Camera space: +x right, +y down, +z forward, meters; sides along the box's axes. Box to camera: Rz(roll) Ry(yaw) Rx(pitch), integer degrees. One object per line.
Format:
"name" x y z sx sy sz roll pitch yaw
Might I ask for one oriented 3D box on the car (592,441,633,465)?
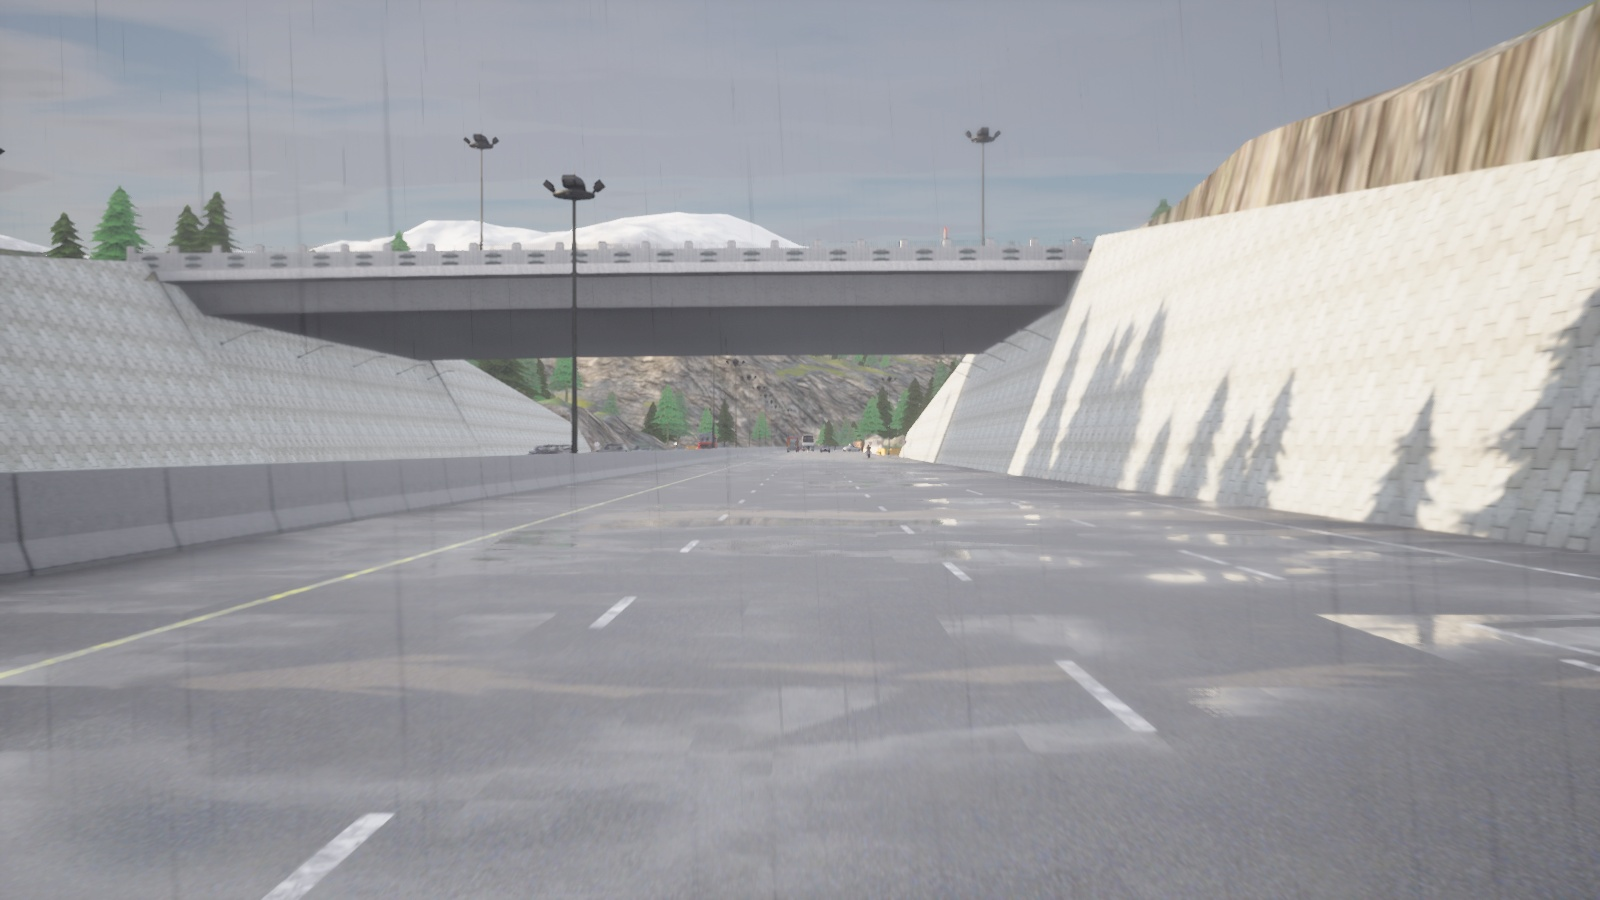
"car" -13.465 0.219 90.278 2.242 1.667 4.611 0 0 0

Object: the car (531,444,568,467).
"car" -16.997 0.371 85.275 1.789 1.549 3.705 0 0 0
